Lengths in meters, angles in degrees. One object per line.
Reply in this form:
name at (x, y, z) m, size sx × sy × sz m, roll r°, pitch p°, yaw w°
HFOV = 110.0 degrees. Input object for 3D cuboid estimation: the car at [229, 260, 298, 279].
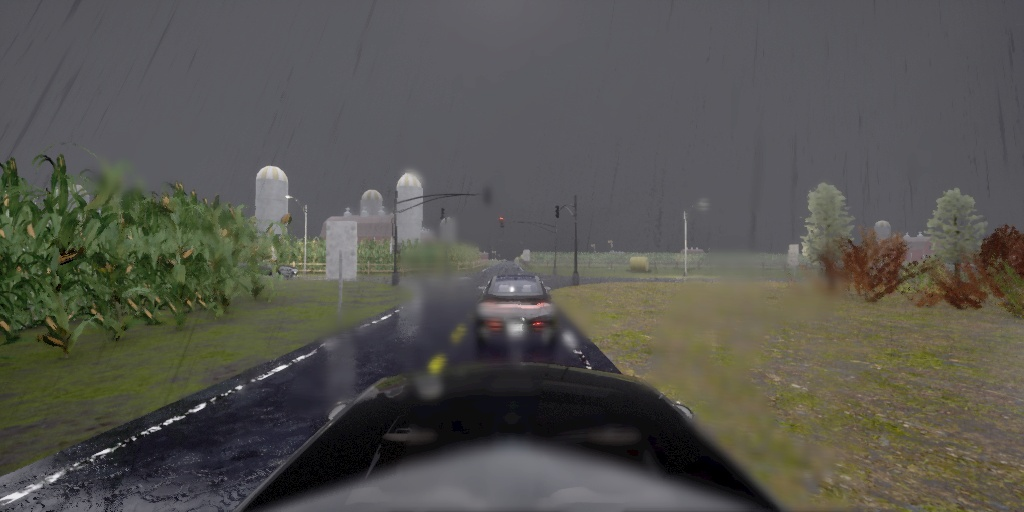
car at (-19.943, 1.059, 28.807) m, size 4.902 × 1.511 × 2.128 m, roll 0°, pitch -1°, yaw -4°

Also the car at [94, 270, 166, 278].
car at (-29.763, 1.036, 28.259) m, size 5.357 × 1.411 × 2.033 m, roll 0°, pitch -1°, yaw -3°

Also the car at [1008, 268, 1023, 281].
car at (48.663, 1.719, 33.511) m, size 4.674 × 1.442 × 1.812 m, roll 1°, pitch -1°, yaw -5°

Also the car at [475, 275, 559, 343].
car at (0.100, 1.245, 9.653) m, size 2.128 × 1.511 × 4.902 m, roll 0°, pitch 0°, yaw 0°
